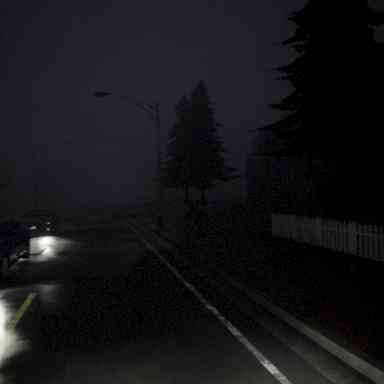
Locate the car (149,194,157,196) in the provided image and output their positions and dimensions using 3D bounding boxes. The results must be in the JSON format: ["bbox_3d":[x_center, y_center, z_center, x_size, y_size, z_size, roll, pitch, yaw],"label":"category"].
[{"bbox_3d":[-10.470,1.277,89.703,2.007,1.523,4.514,-2,0,-16],"label":"car"}]

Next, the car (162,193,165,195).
[{"bbox_3d":[-7.460,1.182,90.584,2.152,1.636,5.027,-2,0,-16],"label":"car"}]

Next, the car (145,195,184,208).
[{"bbox_3d":[-3.995,1.517,46.199,4.718,1.301,1.895,-2,0,-25],"label":"car"}]

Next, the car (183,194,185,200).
[{"bbox_3d":[-2.661,1.176,72.545,1.970,1.475,3.806,-2,0,-16],"label":"car"}]

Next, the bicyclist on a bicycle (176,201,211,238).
[{"bbox_3d":[0.073,1.242,15.080,1.656,1.620,0.582,-2,0,-16],"label":"bicyclist on a bicycle"}]

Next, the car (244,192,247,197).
[{"bbox_3d":[15.633,0.528,88.922,2.007,1.523,4.514,-2,0,-16],"label":"car"}]

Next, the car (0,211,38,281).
[{"bbox_3d":[-6.300,1.611,10.177,1.882,1.535,5.008,-2,0,-16],"label":"car"}]

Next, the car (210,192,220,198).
[{"bbox_3d":[5.990,0.822,86.318,1.845,1.501,3.633,-2,0,-16],"label":"car"}]

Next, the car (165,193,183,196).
[{"bbox_3d":[-3.570,1.221,64.600,1.845,1.501,3.633,-2,0,-16],"label":"car"}]

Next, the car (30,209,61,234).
[{"bbox_3d":[-9.012,1.734,19.762,1.994,1.385,4.181,-2,0,-15],"label":"car"}]
